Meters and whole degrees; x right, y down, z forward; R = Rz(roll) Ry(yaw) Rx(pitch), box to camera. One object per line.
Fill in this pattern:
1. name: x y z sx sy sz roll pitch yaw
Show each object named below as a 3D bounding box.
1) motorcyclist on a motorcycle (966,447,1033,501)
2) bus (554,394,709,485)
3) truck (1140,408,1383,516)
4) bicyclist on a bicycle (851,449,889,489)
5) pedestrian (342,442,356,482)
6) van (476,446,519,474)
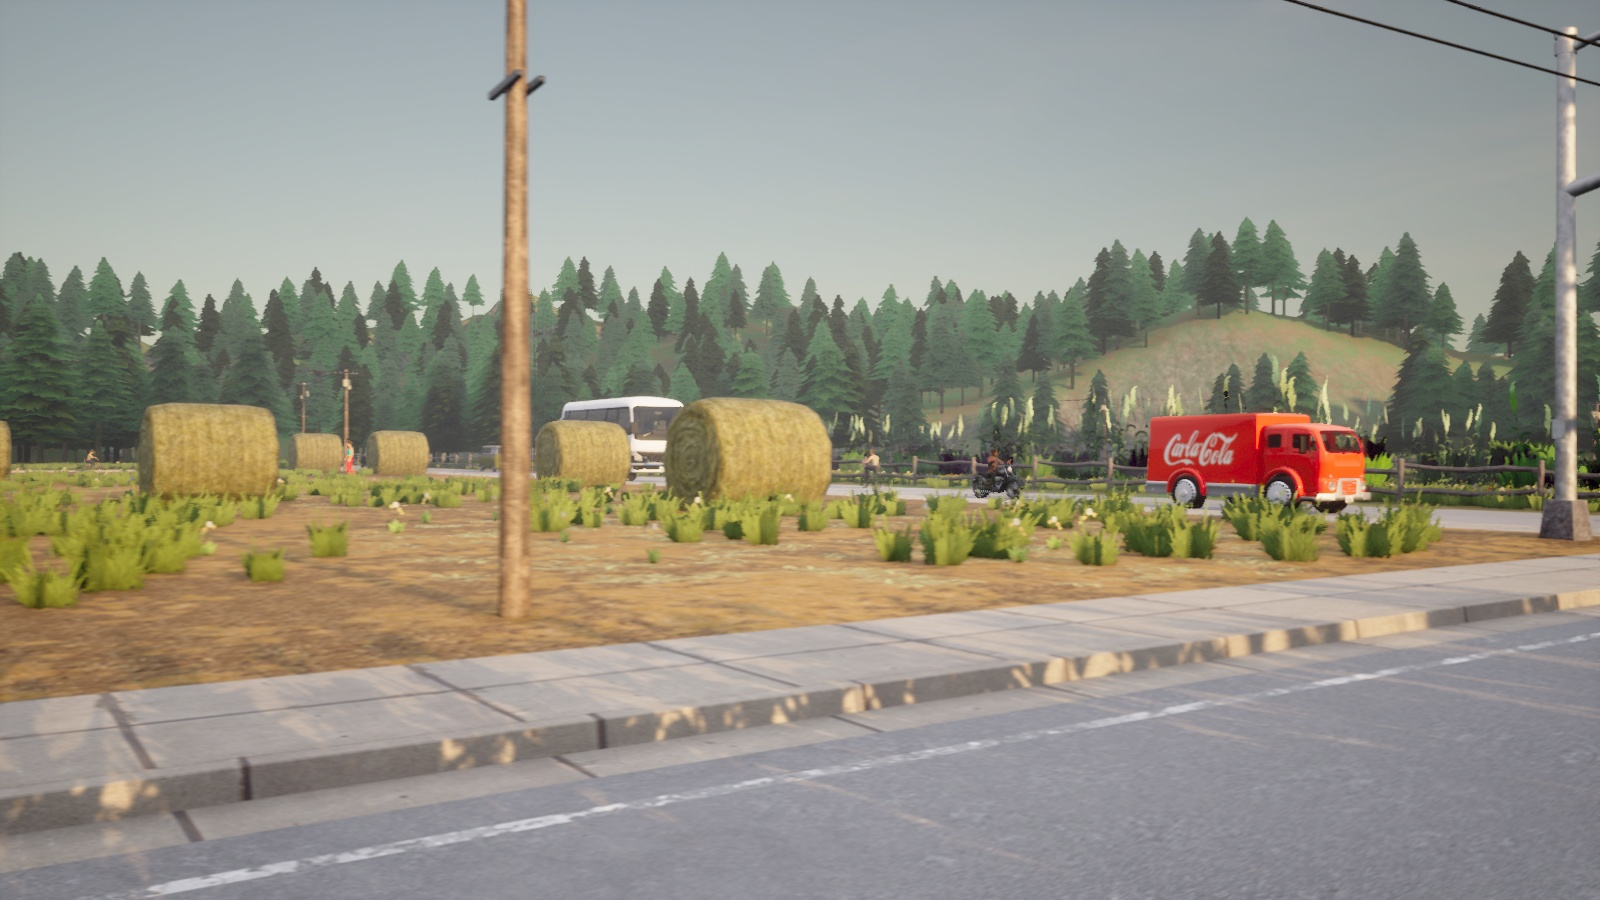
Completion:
1. motorcyclist on a motorcycle: 6.297 0.744 39.757 0.766 1.649 2.350 0 0 -32
2. bus: -8.815 -0.491 64.047 3.944 4.253 10.273 0 0 -32
3. truck: 11.430 0.276 31.499 2.627 2.467 5.204 0 0 -32
4. bicyclist on a bicycle: 2.893 0.768 51.845 0.866 1.612 1.509 0 0 -32
5. pedestrian: -20.577 0.544 57.323 0.594 1.836 0.345 0 0 -20
6. van: -22.243 0.735 92.261 1.775 1.987 4.442 0 0 -32
